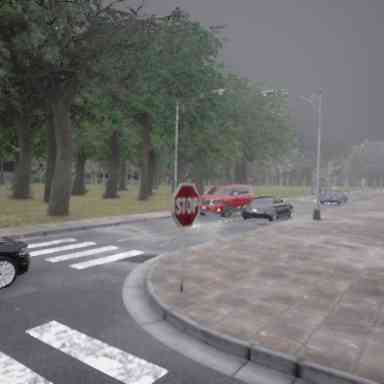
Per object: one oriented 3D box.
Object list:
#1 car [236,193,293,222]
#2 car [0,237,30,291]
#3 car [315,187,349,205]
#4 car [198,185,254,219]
[{"bbox_3d":[4.751,0.973,20.576,1.994,1.385,4.181,2,3,36],"label":"car"},{"bbox_3d":[-5.652,1.299,6.149,1.882,1.535,5.008,2,3,36],"label":"car"},{"bbox_3d":[14.817,0.562,34.534,2.033,1.411,5.357,2,3,36],"label":"car"},{"bbox_3d":[2.334,0.540,22.249,2.150,2.045,5.566,2,3,36],"label":"car"}]
